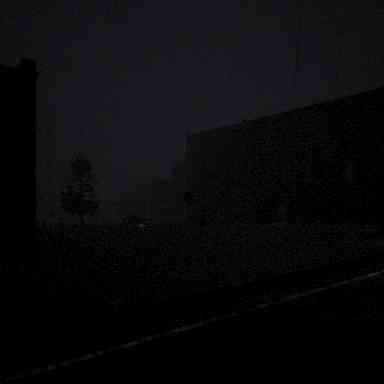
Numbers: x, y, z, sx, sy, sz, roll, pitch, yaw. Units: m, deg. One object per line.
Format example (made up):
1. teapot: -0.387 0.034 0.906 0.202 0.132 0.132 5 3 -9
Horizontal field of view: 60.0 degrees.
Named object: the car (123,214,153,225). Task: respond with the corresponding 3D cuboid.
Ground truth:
1. car: -7.034 3.520 42.523 2.033 1.411 5.357 0 -5 -36
